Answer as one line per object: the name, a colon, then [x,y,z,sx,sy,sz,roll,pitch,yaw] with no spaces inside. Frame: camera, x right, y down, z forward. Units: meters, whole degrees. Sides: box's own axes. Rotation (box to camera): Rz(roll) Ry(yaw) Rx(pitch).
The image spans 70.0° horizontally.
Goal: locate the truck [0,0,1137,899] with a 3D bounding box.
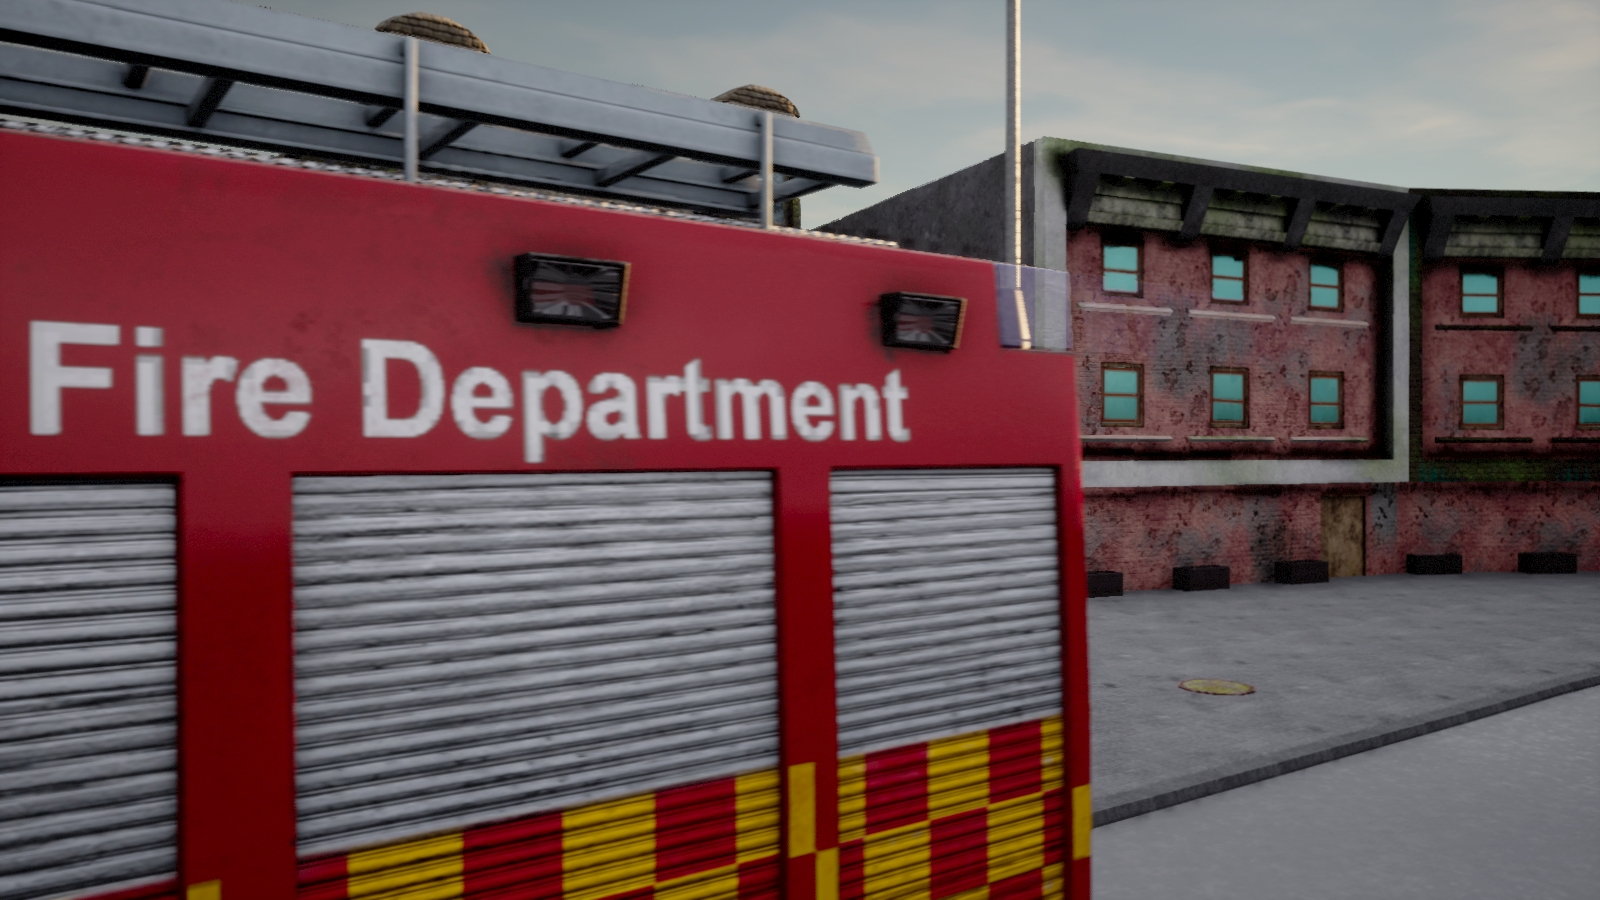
truck: [-3.266,0.671,2.173,8.468,3.827,2.891,0,0,-36]
